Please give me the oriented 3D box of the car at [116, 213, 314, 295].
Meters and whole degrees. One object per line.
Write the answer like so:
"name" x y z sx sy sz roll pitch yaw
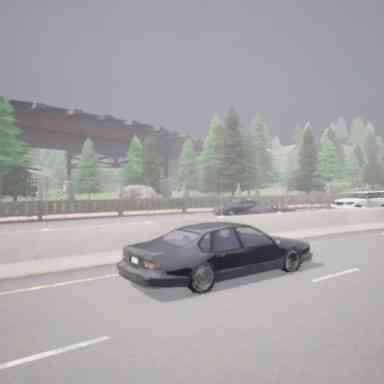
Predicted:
"car" 0.823 1.490 8.616 5.357 1.411 2.033 -1 0 -35

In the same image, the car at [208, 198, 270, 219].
"car" 3.931 1.307 27.391 4.892 1.490 1.837 -1 0 -29

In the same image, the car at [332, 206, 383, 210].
"car" 14.835 0.923 29.004 5.566 2.045 2.150 0 0 -24
